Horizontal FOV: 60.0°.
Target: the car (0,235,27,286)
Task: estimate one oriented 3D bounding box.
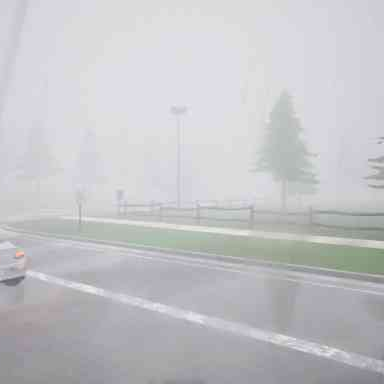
[{"bbox_3d":[-5.847,1.526,8.114,4.674,1.442,1.812,0,0,36],"label":"car"}]
